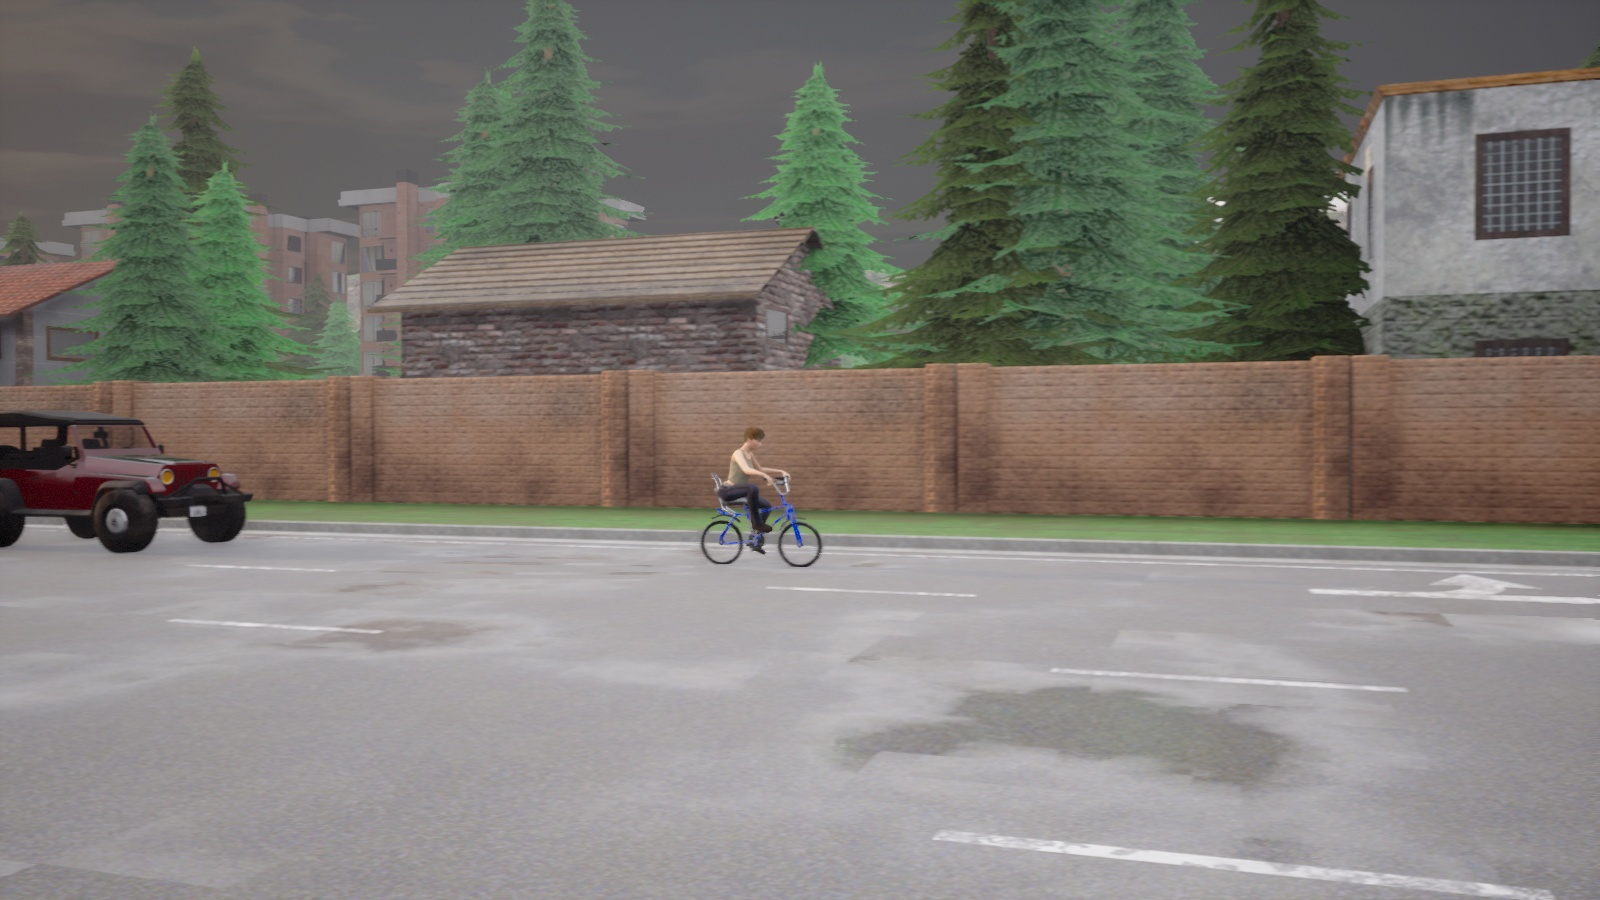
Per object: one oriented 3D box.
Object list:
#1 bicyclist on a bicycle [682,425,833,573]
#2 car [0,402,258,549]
[{"bbox_3d":[-0.481,0.530,14.430,1.509,1.612,0.866,1,1,18],"label":"bicyclist on a bicycle"},{"bbox_3d":[-9.855,0.302,17.575,3.866,1.878,1.905,0,1,19],"label":"car"}]
